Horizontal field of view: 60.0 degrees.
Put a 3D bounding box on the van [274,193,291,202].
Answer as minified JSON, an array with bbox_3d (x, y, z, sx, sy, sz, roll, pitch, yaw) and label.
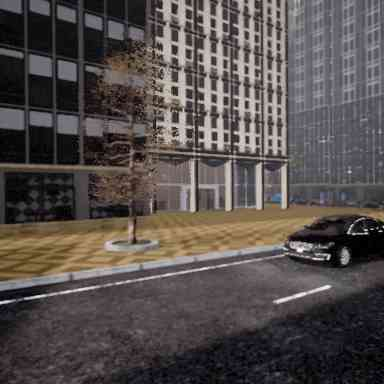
[{"bbox_3d":[19.109,1.182,70.062,1.690,1.788,3.998,0,1,-35],"label":"van"}]

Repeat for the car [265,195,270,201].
[{"bbox_3d":[15.817,1.376,74.697,1.802,1.307,4.206,0,1,-35],"label":"car"}]

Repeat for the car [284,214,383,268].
[{"bbox_3d":[5.247,1.568,11.630,4.892,1.490,1.837,1,-1,-37],"label":"car"}]

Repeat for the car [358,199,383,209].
[{"bbox_3d":[25.339,1.684,46.603,1.947,1.339,4.313,0,1,-35],"label":"car"}]

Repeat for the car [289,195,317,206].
[{"bbox_3d":[18.817,1.592,55.915,1.947,1.339,4.313,0,1,-35],"label":"car"}]

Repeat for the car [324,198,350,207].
[{"bbox_3d":[22.061,1.655,51.249,1.802,1.307,4.206,0,1,-35],"label":"car"}]
